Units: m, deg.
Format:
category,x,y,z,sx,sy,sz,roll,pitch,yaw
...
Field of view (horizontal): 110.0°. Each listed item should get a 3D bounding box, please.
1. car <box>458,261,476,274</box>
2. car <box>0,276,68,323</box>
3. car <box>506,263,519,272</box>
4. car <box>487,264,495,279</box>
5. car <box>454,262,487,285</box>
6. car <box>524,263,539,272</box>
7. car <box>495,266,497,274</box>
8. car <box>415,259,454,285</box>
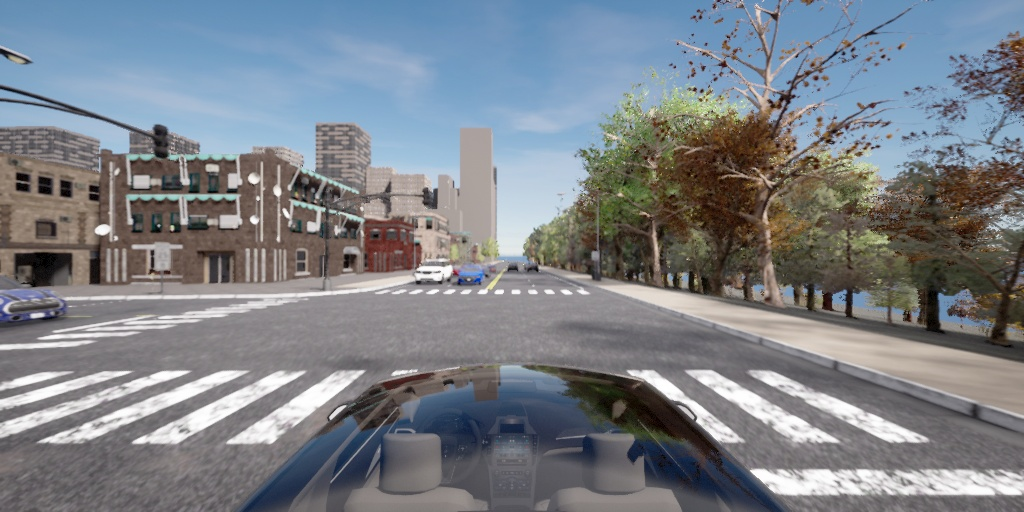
category,x,y,z,sx,sy,sz,roll,pitch,yaw
car,-6.529,1.674,52.930,2.097,1.767,4.553,0,-1,0
car,-18.078,1.422,12.040,4.553,1.767,2.097,-1,0,2
car,0.164,1.908,60.376,1.837,1.490,4.892,0,-1,0
car,-3.311,1.724,39.953,2.033,1.411,5.357,0,-1,0
car,-3.325,1.540,29.663,1.882,1.535,5.008,0,-1,-1
car,3.411,1.903,59.957,1.837,1.490,4.892,0,-1,0
car,-3.280,1.891,53.548,1.994,1.385,4.181,0,-1,0
car,-6.547,1.295,30.614,2.150,2.045,5.566,0,-1,2
